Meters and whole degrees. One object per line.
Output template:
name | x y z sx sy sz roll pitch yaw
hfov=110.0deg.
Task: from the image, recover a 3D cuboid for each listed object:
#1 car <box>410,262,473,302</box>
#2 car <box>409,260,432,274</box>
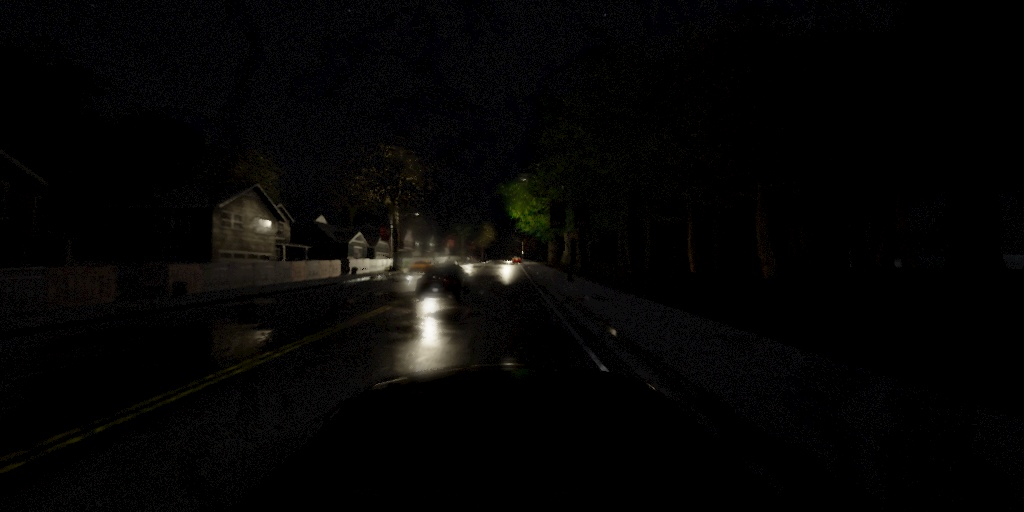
car | -3.152 1.248 17.207 1.882 1.535 5.008 0 0 0
car | -9.841 1.218 39.407 1.882 1.535 5.008 0 0 0
